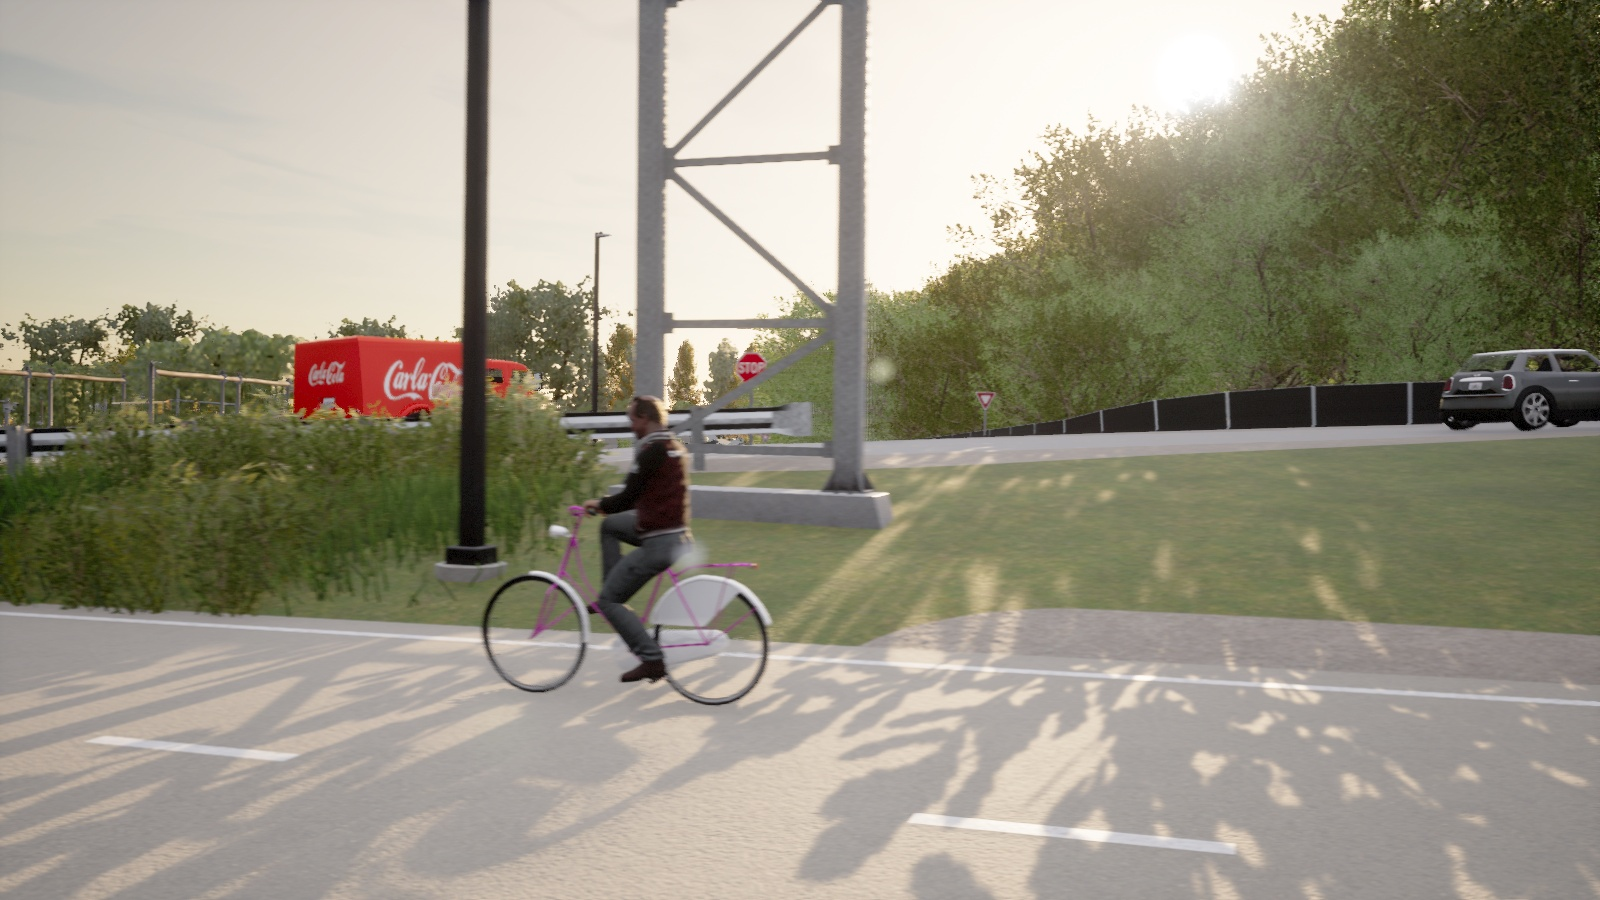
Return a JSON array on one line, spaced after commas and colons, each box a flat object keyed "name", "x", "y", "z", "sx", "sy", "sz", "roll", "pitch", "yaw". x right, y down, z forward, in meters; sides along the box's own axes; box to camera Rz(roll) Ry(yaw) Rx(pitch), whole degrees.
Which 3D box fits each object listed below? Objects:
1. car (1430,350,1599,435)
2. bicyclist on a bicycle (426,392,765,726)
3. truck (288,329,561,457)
[{"name": "car", "x": 14.058, "y": -1.062, "z": 23.419, "sx": 3.806, "sy": 1.475, "sz": 1.970, "roll": -1, "pitch": 1, "yaw": -16}, {"name": "bicyclist on a bicycle", "x": -1.185, "y": 0.564, "z": 7.277, "sx": 1.843, "sy": 1.776, "sz": 0.659, "roll": 1, "pitch": 1, "yaw": 19}, {"name": "truck", "x": -8.061, "y": -1.135, "z": 27.488, "sx": 2.627, "sy": 2.467, "sz": 5.204, "roll": -1, "pitch": 0, "yaw": 34}]
